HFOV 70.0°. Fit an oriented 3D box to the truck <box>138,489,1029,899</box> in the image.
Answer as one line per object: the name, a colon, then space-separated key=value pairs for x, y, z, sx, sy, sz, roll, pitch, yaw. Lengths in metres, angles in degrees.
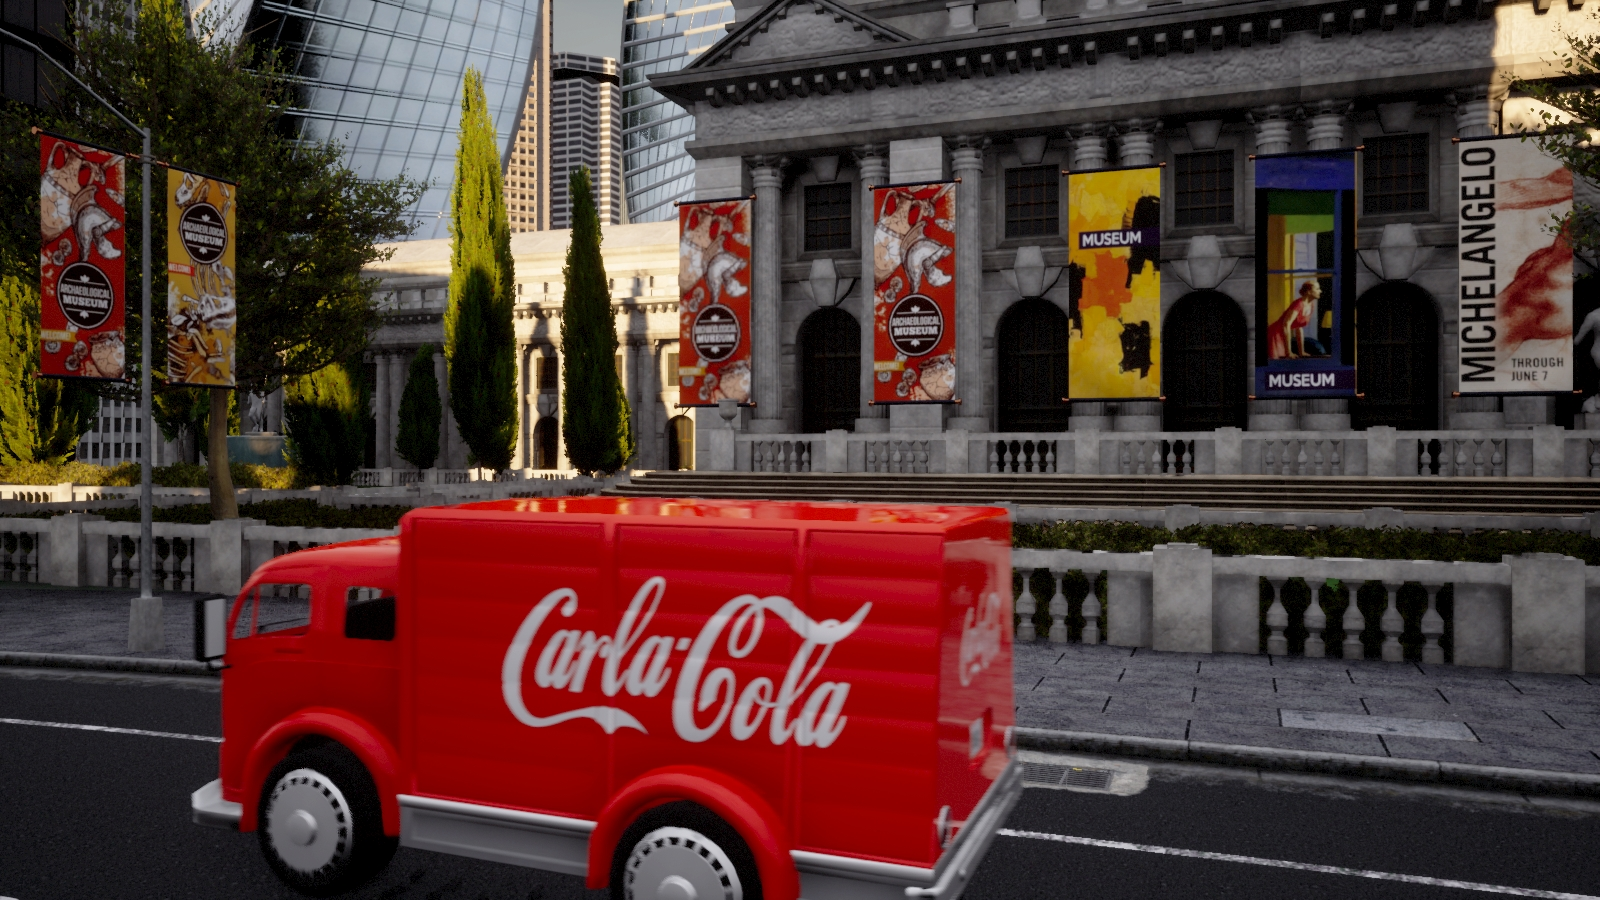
truck: x=-1.317 y=1.568 z=7.586 sx=5.204 sy=2.467 sz=2.627 roll=0 pitch=0 yaw=21
